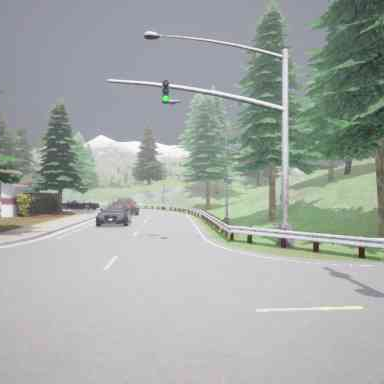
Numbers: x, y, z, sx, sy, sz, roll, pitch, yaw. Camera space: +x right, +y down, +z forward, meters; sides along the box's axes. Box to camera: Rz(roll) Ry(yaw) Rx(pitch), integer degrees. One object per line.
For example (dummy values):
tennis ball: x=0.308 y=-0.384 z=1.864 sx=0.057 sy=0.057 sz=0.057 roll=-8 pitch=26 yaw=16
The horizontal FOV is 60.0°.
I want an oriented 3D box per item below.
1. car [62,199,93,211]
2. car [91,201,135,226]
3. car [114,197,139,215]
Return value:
car: x=-13.535 y=1.546 z=39.832 sx=4.718 sy=1.301 sz=1.895 roll=0 pitch=0 yaw=11
car: x=-5.249 y=1.529 z=22.700 sx=1.994 sy=1.385 sz=4.181 roll=0 pitch=0 yaw=-5
car: x=-6.578 y=1.304 z=32.436 sx=2.097 sy=1.767 sz=4.553 roll=0 pitch=0 yaw=-22
